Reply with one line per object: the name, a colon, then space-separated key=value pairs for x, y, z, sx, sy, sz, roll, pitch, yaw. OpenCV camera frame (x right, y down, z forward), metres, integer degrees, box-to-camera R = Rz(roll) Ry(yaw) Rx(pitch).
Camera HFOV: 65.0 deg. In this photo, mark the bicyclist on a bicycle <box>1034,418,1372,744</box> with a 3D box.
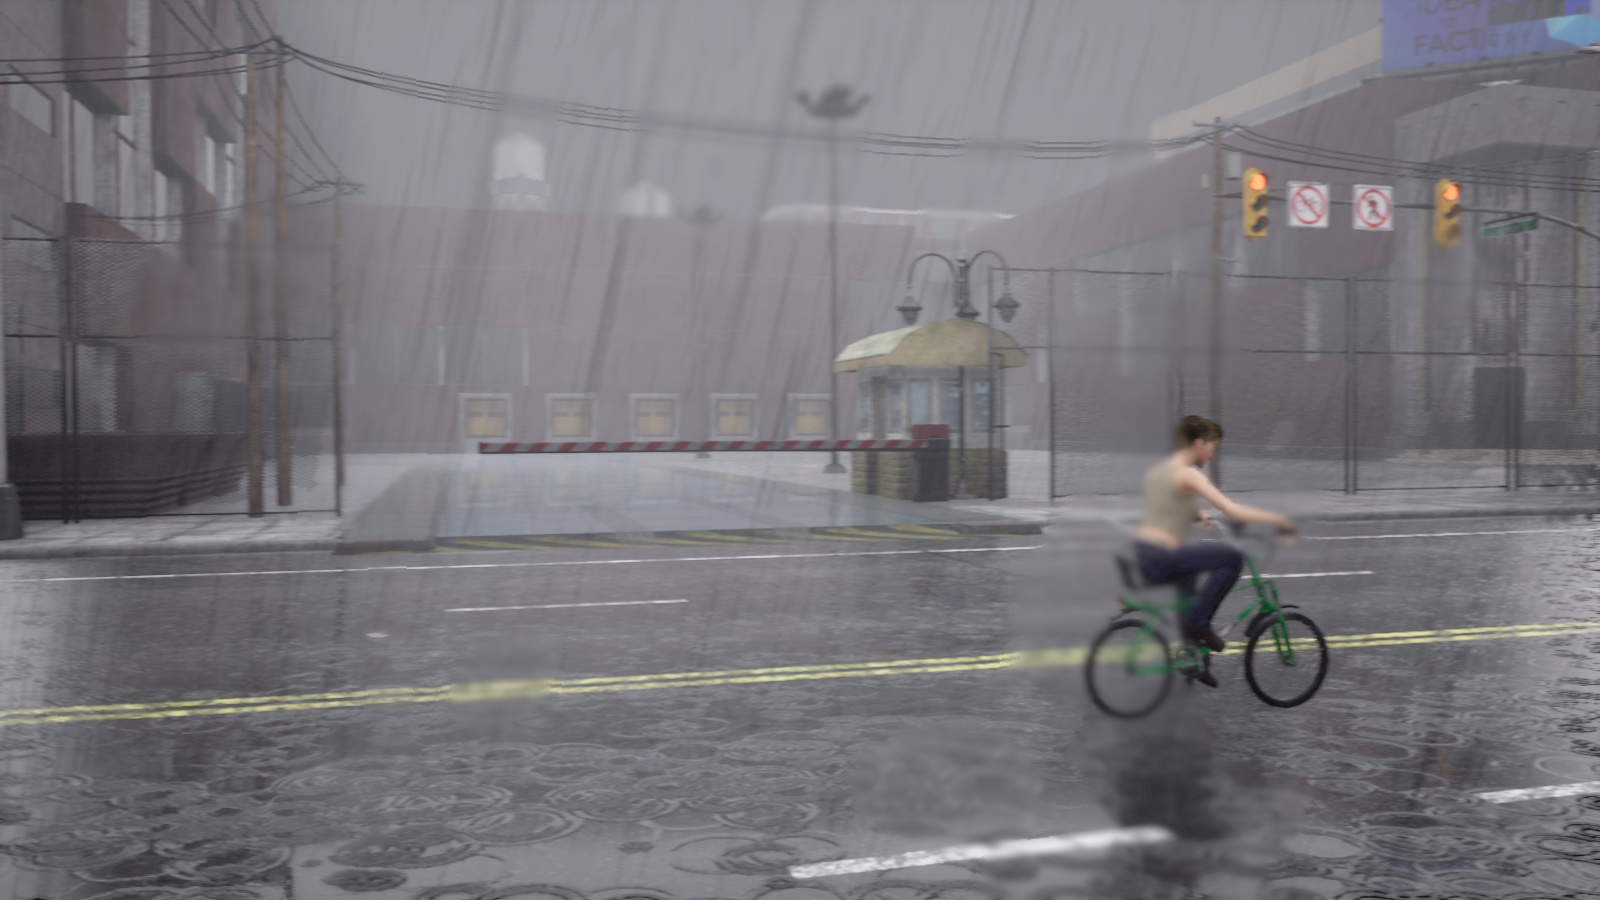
bicyclist on a bicycle: x=2.155 y=0.636 z=6.813 sx=1.509 sy=1.612 sz=0.866 roll=0 pitch=1 yaw=-16
